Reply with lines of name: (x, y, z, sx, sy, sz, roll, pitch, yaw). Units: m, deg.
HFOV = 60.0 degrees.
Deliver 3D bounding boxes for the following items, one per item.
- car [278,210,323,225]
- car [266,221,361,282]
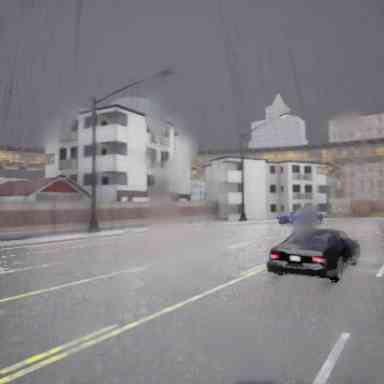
car: (10.762, 2.556, 32.900, 5.008, 1.535, 1.882, 1, -3, -29)
car: (4.243, 1.912, 11.076, 2.033, 1.411, 5.357, -2, -2, 35)
